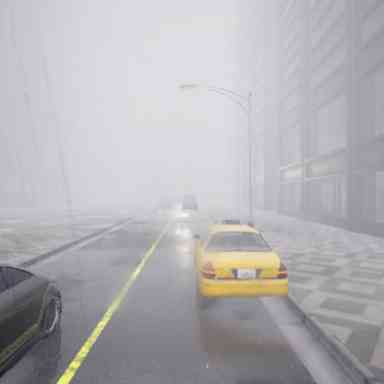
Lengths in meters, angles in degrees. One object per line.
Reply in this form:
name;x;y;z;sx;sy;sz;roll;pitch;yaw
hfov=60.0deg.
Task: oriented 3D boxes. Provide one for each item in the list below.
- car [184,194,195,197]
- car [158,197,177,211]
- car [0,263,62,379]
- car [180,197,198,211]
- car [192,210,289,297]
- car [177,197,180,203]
car;-0.387;1.414;53.372;2.150;2.045;5.566;0;0;0
car;-3.423;1.666;44.680;1.837;1.490;4.892;0;0;0
car;-3.127;1.578;3.826;1.994;1.385;4.181;0;0;0
car;-0.217;1.720;43.272;1.994;1.385;4.181;0;0;-1
car;0.986;1.487;8.683;1.801;1.575;5.366;0;0;0
car;-3.556;1.799;76.830;1.812;1.442;4.674;0;0;0
